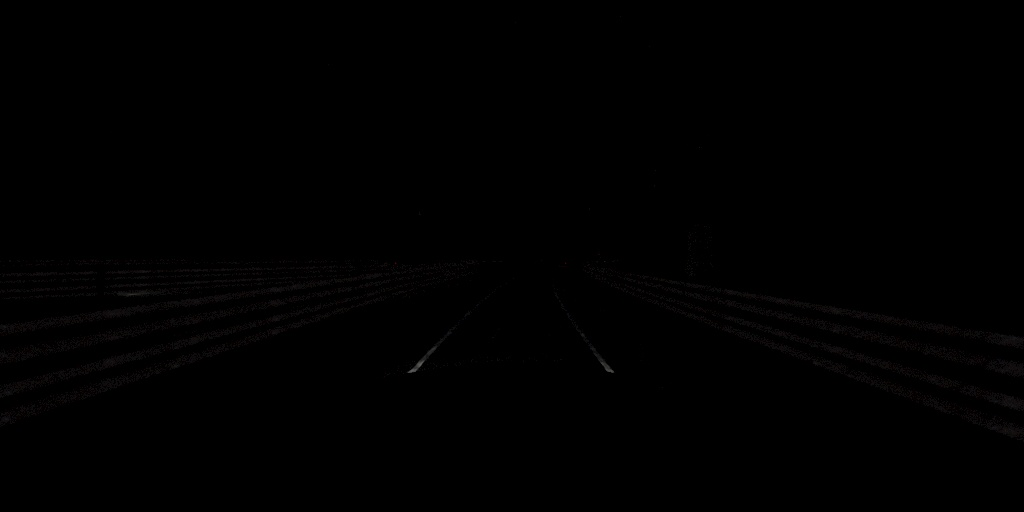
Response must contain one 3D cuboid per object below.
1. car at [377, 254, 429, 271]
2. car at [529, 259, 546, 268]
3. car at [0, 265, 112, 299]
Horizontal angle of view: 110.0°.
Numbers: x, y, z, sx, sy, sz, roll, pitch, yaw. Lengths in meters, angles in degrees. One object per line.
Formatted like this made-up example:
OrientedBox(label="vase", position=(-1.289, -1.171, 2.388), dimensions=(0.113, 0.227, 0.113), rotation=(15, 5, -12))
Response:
OrientedBox(label="car", position=(-9.814, 0.859, 33.156), dimensions=(2.150, 2.045, 5.566), rotation=(1, 0, 26))
OrientedBox(label="car", position=(4.536, 1.301, 63.569), dimensions=(1.882, 1.535, 5.008), rotation=(1, 0, 24))
OrientedBox(label="car", position=(-19.600, 1.044, 14.012), dimensions=(2.033, 1.411, 5.357), rotation=(1, 0, 27))
